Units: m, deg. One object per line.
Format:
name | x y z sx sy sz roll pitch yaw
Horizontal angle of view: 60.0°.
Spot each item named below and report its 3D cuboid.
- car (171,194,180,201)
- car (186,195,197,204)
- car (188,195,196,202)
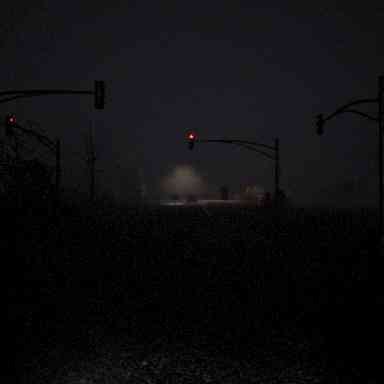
car | -3.565 1.195 72.195 1.837 1.490 4.892 0 0 0
car | -0.061 1.424 67.993 2.097 1.767 4.553 0 0 0
car | -0.070 1.425 78.028 1.837 1.490 4.892 0 0 0
